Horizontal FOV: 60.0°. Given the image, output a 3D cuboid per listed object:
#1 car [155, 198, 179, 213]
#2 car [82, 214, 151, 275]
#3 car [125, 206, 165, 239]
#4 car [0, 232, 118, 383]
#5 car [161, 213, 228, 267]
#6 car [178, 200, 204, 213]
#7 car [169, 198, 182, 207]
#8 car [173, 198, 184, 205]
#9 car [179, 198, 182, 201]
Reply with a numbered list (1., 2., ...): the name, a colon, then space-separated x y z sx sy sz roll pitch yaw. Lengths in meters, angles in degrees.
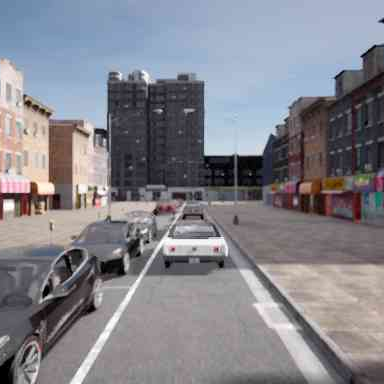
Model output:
1. car: -2.748 1.473 35.324 2.097 1.767 4.553 0 0 0
2. car: -2.639 1.602 10.551 1.947 1.339 4.313 0 0 0
3. car: -2.639 1.606 16.003 2.008 1.369 4.403 0 0 0
4. car: -2.639 1.584 5.099 1.947 1.339 4.313 0 0 0
5. car: 0.080 1.640 11.521 1.895 1.301 4.718 0 0 0
6. car: 0.098 1.652 30.350 2.033 1.411 5.357 0 0 0
7. car: -2.636 1.751 54.168 1.947 1.339 4.313 0 0 0
8. car: -2.635 1.788 65.072 1.947 1.339 4.313 0 0 0
9. car: -2.637 1.749 48.715 1.802 1.307 4.206 0 0 0
